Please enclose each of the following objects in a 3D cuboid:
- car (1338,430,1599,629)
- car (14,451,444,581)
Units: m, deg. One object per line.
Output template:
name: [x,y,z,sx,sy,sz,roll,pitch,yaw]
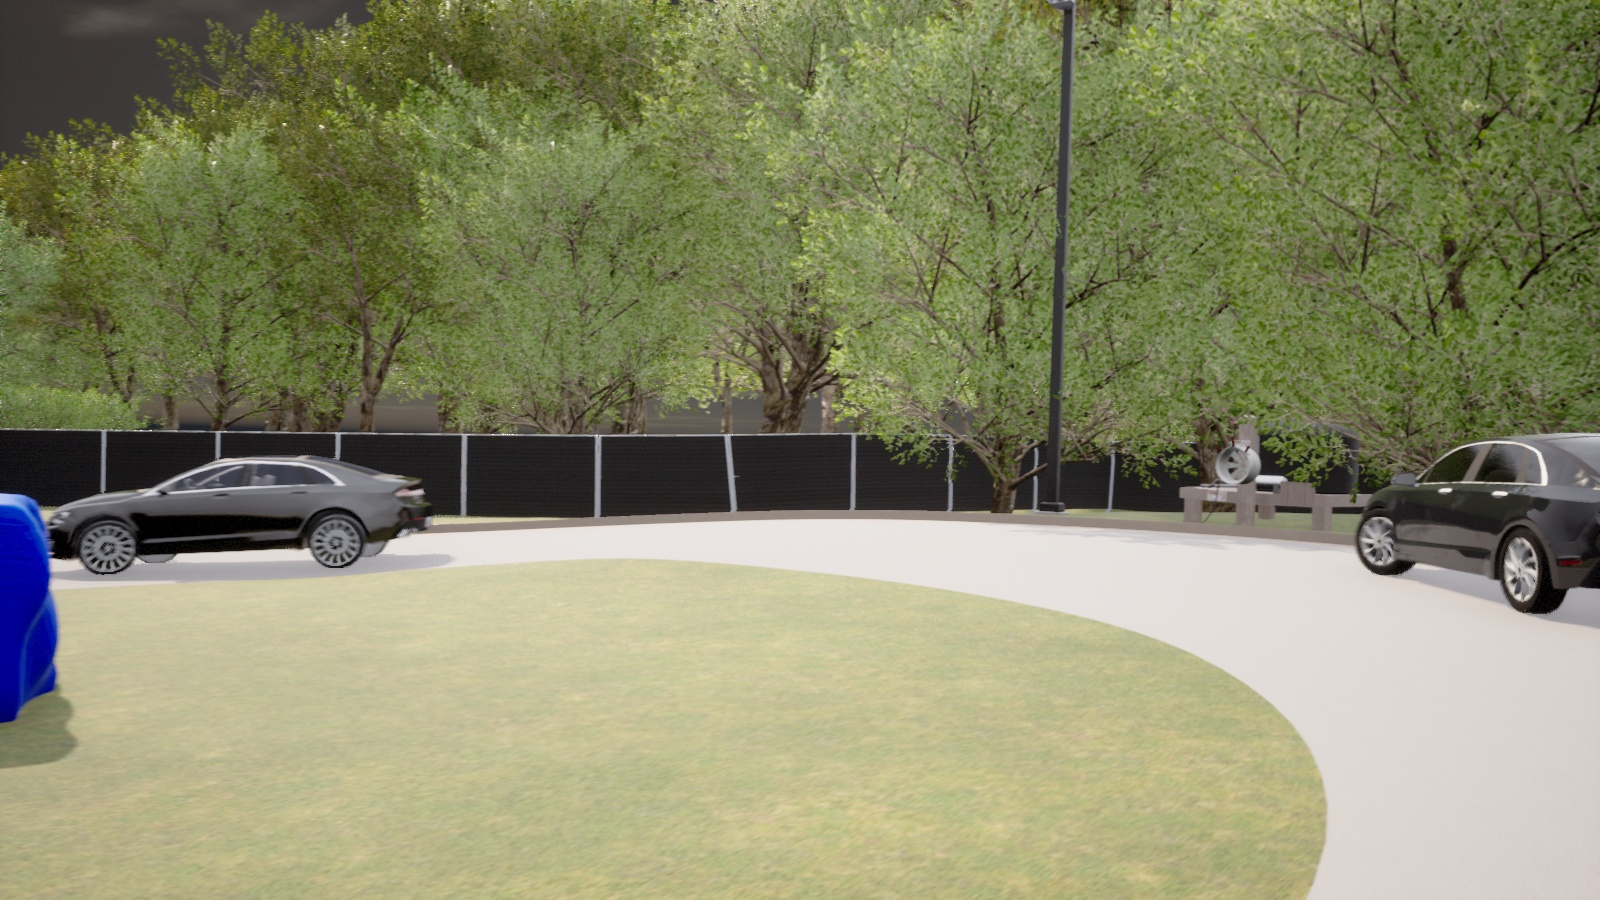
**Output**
car: [6.965,0.588,11.813,1.837,1.490,4.892,1,1,2]
car: [-7.575,0.834,17.165,4.902,1.511,2.128,-1,0,-7]
